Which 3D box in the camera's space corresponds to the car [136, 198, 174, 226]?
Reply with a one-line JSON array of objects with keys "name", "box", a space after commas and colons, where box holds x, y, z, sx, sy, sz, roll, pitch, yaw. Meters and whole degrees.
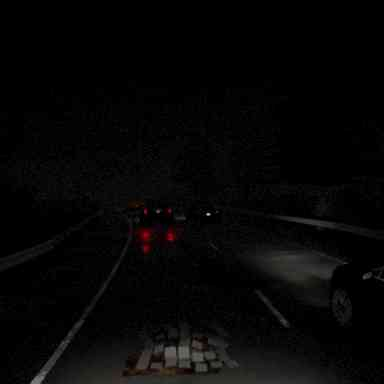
[{"name": "car", "box": [-2.594, 1.306, 23.472, 2.097, 1.767, 4.553, 0, 0, -11]}]

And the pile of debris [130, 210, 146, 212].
[{"name": "pile of debris", "box": [-6.015, 2.110, 36.789, 1.500, 0.140, 1.860, 0, 0, -16]}]

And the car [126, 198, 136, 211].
[{"name": "car", "box": [-6.846, 1.407, 39.981, 1.882, 1.535, 5.008, 0, 0, -16]}]

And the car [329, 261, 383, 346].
[{"name": "car", "box": [3.367, 1.475, 3.920, 2.128, 1.511, 4.902, 0, 0, -2]}]

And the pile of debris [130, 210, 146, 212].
[{"name": "pile of debris", "box": [-6.015, 2.110, 36.789, 1.500, 0.140, 1.860, 0, 0, -16]}]

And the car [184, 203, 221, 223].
[{"name": "car", "box": [0.709, 1.508, 24.775, 1.994, 1.385, 4.181, 0, 0, -12]}]
